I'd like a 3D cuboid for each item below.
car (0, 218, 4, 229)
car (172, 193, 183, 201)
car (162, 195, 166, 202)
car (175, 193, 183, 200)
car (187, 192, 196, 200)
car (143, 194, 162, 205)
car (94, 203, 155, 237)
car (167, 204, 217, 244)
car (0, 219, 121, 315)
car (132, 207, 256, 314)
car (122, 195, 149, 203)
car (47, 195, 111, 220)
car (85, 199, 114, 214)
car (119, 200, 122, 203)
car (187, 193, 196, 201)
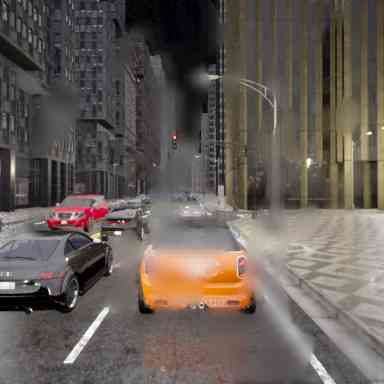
[{"bbox_3d":[-9.864,1.497,13.846,1.837,1.490,4.892,0,0,0],"label":"car"},{"bbox_3d":[-3.327,1.176,74.279,2.097,1.767,4.553,0,0,0],"label":"car"},{"bbox_3d":[-6.575,1.379,71.200,2.033,1.411,5.357,0,0,0],"label":"car"},{"bbox_3d":[-3.338,1.126,84.315,1.837,1.490,4.892,0,0,0],"label":"car"},{"bbox_3d":[-0.088,0.982,84.287,2.097,1.767,4.553,0,0,0],"label":"car"},{"bbox_3d":[-6.647,1.441,55.617,2.033,1.411,5.357,0,0,0],"label":"car"},{"bbox_3d":[-3.165,1.494,16.563,1.837,1.490,4.892,0,0,0],"label":"car"},{"bbox_3d":[0.015,1.480,16.770,2.128,1.511,4.902,0,0,1],"label":"car"},{"bbox_3d":[-3.164,1.562,7.667,1.994,1.385,4.181,0,0,0],"label":"car"},{"bbox_3d":[0.096,1.350,7.764,2.097,1.767,4.553,0,0,0],"label":"car"},{"bbox_3d":[-6.650,1.471,39.627,1.812,1.442,4.674,0,0,0],"label":"car"},{"bbox_3d":[-6.621,1.206,19.945,2.150,2.045,5.566,0,0,0],"label":"car"},{"bbox_3d":[-9.888,1.519,35.759,1.994,1.385,4.181,0,0,0],"label":"car"},{"bbox_3d":[-9.898,1.511,51.033,1.895,1.301,4.718,0,0,0],"label":"car"},{"bbox_3d":[-0.077,1.345,74.313,1.812,1.442,4.674,0,0,0],"label":"car"}]
